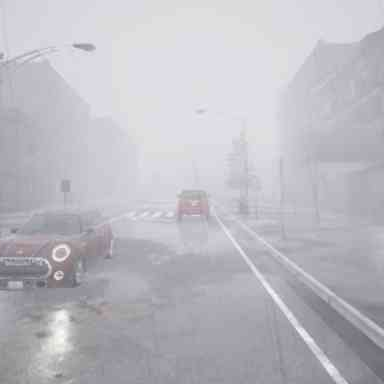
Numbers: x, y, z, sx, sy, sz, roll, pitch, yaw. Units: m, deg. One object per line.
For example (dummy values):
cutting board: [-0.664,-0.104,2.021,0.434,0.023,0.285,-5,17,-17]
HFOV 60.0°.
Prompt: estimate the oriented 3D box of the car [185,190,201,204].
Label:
car: [0.117,0.577,42.359,1.882,1.535,5.008,0,2,0]

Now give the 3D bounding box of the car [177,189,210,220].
car: [0.112,0.799,23.771,2.150,2.045,5.566,0,2,0]

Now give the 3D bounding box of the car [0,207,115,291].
car: [-3.591,1.282,9.041,2.097,1.767,4.553,0,1,0]
